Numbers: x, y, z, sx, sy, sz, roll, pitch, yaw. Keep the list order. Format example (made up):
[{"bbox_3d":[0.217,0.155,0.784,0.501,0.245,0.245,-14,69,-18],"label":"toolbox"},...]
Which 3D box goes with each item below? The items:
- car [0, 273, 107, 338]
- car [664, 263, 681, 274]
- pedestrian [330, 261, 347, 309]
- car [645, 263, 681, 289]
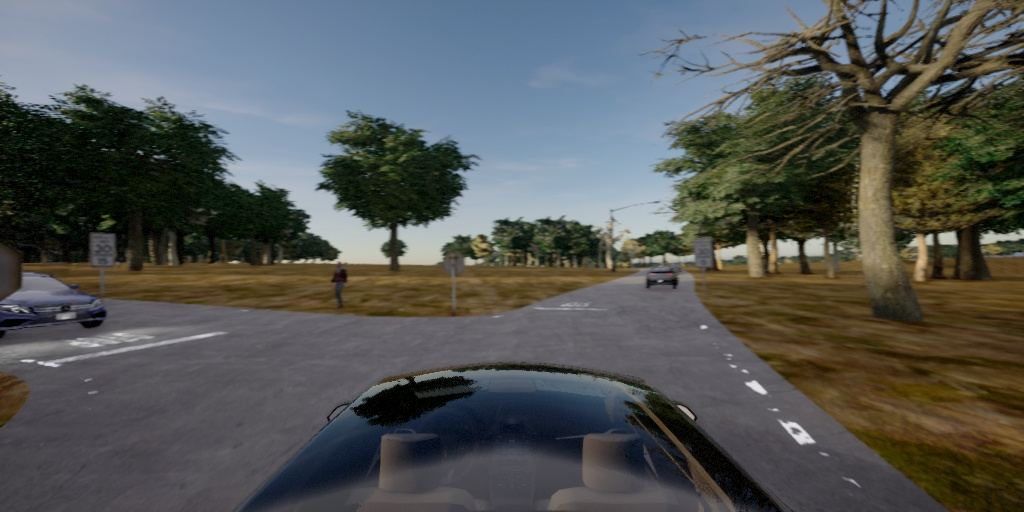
[{"bbox_3d":[-12.876,1.150,9.217,4.674,1.442,1.812,1,-1,16],"label":"car"},{"bbox_3d":[22.020,1.659,49.242,1.994,1.385,4.181,-2,-2,24],"label":"car"},{"bbox_3d":[-6.575,1.090,13.753,0.375,1.860,0.375,-2,-4,17],"label":"pedestrian"},{"bbox_3d":[10.156,1.341,24.150,2.128,1.511,4.902,-2,-1,26],"label":"car"}]
